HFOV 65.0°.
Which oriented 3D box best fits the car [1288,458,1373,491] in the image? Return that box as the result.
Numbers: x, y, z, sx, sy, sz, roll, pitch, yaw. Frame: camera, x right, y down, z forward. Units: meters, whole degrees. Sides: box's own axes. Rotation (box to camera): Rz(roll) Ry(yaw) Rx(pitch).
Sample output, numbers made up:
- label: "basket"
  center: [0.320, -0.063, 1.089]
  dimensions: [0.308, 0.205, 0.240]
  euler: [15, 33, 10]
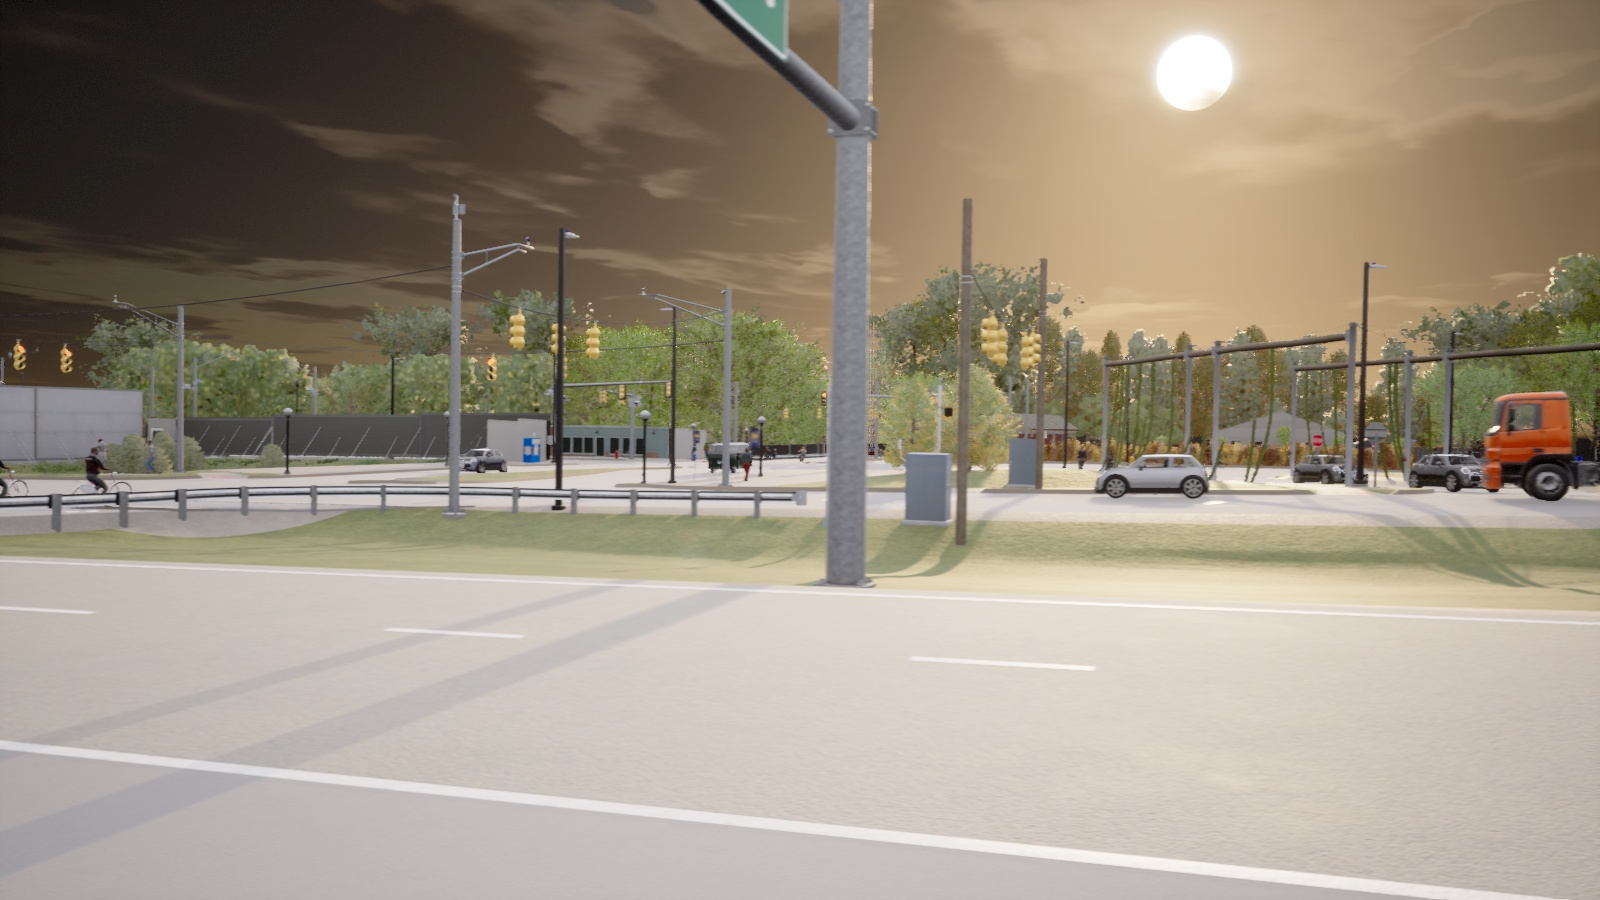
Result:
- label: "car"
  center: [24.649, 1.116, 58.491]
  dimensions: [1.970, 1.475, 3.806]
  euler: [1, 0, -8]

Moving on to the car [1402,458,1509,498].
- label: "car"
  center: [25.724, 1.059, 49.424]
  dimensions: [1.970, 1.475, 3.806]
  euler: [1, -1, -6]

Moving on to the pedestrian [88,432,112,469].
- label: "pedestrian"
  center: [-36.719, 0.020, 65.880]
  dimensions: [0.873, 1.952, 0.659]
  euler: [2, 1, 12]

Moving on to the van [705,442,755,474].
- label: "van"
  center: [-4.524, 0.478, 82.168]
  dimensions: [1.775, 1.987, 4.442]
  euler: [1, 1, 18]

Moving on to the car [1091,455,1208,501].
- label: "car"
  center: [12.063, 0.939, 43.289]
  dimensions: [3.806, 1.475, 1.970]
  euler: [0, 1, 18]

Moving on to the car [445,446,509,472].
- label: "car"
  center: [-19.461, 0.499, 75.746]
  dimensions: [1.970, 1.475, 3.806]
  euler: [1, 1, 18]

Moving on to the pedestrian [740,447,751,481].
- label: "pedestrian"
  center: [-2.937, 0.747, 67.332]
  dimensions: [0.353, 1.847, 0.614]
  euler: [2, 1, 16]

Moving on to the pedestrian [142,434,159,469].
- label: "pedestrian"
  center: [-34.097, 0.067, 65.915]
  dimensions: [0.706, 1.836, 0.354]
  euler: [0, 2, -40]

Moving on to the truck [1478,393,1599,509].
- label: "truck"
  center: [25.438, 0.012, 38.591]
  dimensions: [7.936, 3.462, 2.891]
  euler: [0, 1, 26]

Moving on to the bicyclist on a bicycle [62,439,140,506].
- label: "bicyclist on a bicycle"
  center: [-19.950, 0.628, 35.885]
  dimensions: [0.659, 1.776, 1.843]
  euler: [1, 4, 25]
